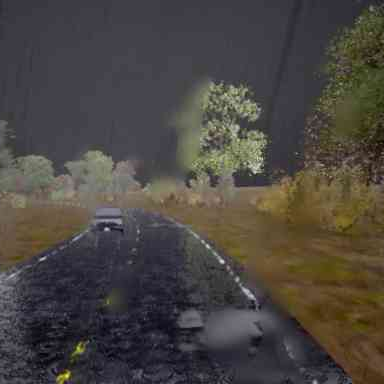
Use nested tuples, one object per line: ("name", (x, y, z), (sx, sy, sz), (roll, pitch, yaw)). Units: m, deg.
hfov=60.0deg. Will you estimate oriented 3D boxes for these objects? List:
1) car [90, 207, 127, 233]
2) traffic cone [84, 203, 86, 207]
("car", (-4.976, 1.607, 20.313), (2.033, 1.411, 5.357), (0, 0, -10))
("traffic cone", (-18.168, 2.178, 56.210), (0.340, 0.580, 0.340), (0, 0, -27))
